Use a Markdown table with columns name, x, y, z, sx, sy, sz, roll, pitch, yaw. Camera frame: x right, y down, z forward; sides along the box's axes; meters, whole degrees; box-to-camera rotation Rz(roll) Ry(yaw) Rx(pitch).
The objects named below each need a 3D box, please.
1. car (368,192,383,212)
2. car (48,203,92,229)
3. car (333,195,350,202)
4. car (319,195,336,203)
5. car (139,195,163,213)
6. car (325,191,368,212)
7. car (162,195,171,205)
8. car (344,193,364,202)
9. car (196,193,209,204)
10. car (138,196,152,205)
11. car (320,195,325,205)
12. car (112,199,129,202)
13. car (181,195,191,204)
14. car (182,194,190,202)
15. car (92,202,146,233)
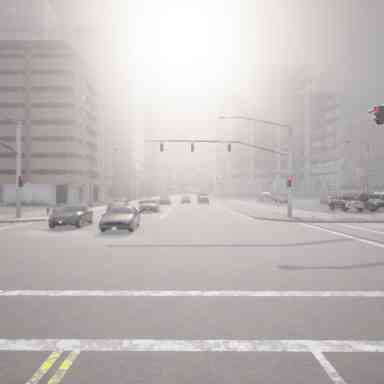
| name | x | y | z | sx | sy | sz | roll | pitch | yaw |
| --- | --- | --- | --- | --- | --- | --- | --- | --- | --- |
| car | 19.463 | 1.156 | 35.801 | 1.905 | 1.878 | 3.866 | 0 | 0 | 0 |
| car | -7.799 | 1.504 | 21.843 | 1.837 | 1.490 | 4.892 | 0 | 0 | -3 |
| car | 30.669 | 1.364 | 68.426 | 1.784 | 1.438 | 3.905 | 0 | 0 | 0 |
| car | 27.773 | 1.395 | 68.412 | 1.970 | 1.475 | 3.806 | 0 | 0 | 0 |
| car | -4.590 | 1.500 | 36.902 | 1.837 | 1.490 | 4.892 | 0 | 1 | 0 |
| car | 16.569 | 1.153 | 35.841 | 1.932 | 1.855 | 4.605 | 0 | 0 | 0 |
| car | -4.748 | 1.352 | 57.598 | 2.097 | 1.767 | 4.553 | 0 | 0 | 0 |
| car | 33.352 | 1.153 | 68.490 | 1.932 | 1.855 | 4.605 | 0 | 0 | 0 |
| car | 2.273 | 1.478 | 64.710 | 1.882 | 1.535 | 5.008 | 0 | 0 | 0 |
| car | -8.251 | 1.526 | 58.721 | 1.812 | 1.442 | 4.674 | 0 | 0 | 0 |
| car | 22.081 | 1.395 | 53.281 | 1.970 | 1.475 | 3.806 | 0 | 0 | 0 |
| car | -8.092 | 1.491 | 37.186 | 2.128 | 1.511 | 4.902 | 0 | 0 | 0 |
| car | -1.233 | 1.601 | 65.383 | 1.895 | 1.301 | 4.718 | 0 | 0 | 0 |
| car | -1.311 | 1.304 | 74.454 | 1.882 | 1.535 | 5.008 | 0 | 0 | 0 |
| car | -4.223 | 1.548 | 20.133 | 2.033 | 1.411 | 5.357 | 0 | 0 | -3 |
